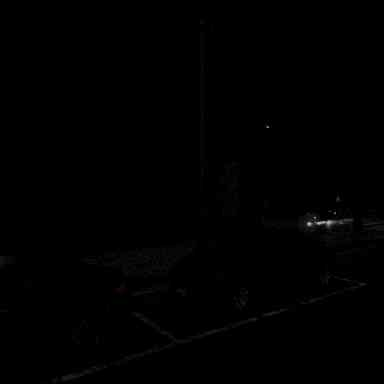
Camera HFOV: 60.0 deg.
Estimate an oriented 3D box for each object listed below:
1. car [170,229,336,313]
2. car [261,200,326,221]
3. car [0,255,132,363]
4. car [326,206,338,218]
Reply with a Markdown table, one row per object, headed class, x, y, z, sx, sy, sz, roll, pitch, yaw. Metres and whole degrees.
| class | x | y | z | sx | sy | sz | roll | pitch | yaw |
| --- | --- | --- | --- | --- | --- | --- | --- | --- | --- |
| car | 1.560 | 1.566 | 7.648 | 4.313 | 1.339 | 1.947 | 0 | 0 | -35 |
| car | 7.684 | 1.532 | 27.153 | 2.033 | 1.411 | 5.357 | 0 | 0 | -36 |
| car | -2.878 | 1.582 | 4.482 | 4.206 | 1.307 | 1.802 | 0 | 0 | -35 |
| car | 10.266 | 1.481 | 29.131 | 1.837 | 1.490 | 4.892 | 0 | 0 | -36 |
